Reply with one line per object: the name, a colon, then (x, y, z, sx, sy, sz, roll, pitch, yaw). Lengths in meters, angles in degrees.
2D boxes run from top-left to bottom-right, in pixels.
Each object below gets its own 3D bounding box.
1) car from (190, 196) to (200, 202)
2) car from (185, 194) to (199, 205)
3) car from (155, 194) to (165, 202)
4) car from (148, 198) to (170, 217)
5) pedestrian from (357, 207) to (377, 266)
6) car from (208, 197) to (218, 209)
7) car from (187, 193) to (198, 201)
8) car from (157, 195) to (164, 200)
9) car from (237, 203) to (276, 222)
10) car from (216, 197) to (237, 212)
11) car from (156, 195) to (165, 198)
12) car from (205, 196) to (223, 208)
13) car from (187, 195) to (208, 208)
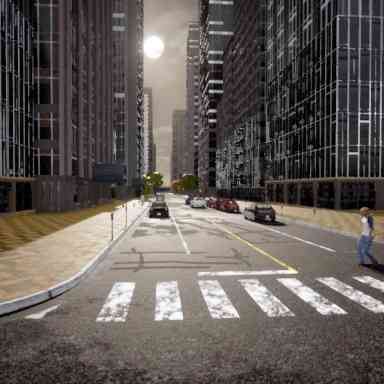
car: (0.595, 1.578, 76.853, 1.802, 1.307, 4.206, -1, 0, -5)
car: (-0.096, 1.553, 57.898, 1.994, 1.385, 4.181, 0, 0, -5)
car: (-7.220, 1.309, 76.104, 2.192, 1.841, 5.009, -1, 0, -5)
car: (-3.069, 1.552, 31.107, 1.947, 1.339, 4.313, -1, 0, -5)
pedestrian: (5.348, 1.289, 10.063, 0.375, 1.860, 0.375, -1, 1, -5)
car: (3.705, 1.532, 43.103, 1.887, 1.381, 4.507, -1, 0, -5)
car: (0.073, 1.314, 82.478, 2.192, 1.841, 5.009, -1, 0, -5)
car: (-8.771, 1.586, 92.978, 1.802, 1.307, 4.206, -1, 0, -5)
car: (5.260, 1.539, 26.229, 2.008, 1.369, 4.403, -1, 0, -5)
car: (4.224, 1.569, 37.478, 1.802, 1.307, 4.206, -1, 0, -5)
car: (-4.091, 1.511, 42.187, 1.752, 1.417, 4.829, -1, 0, -5)
car: (3.185, 1.428, 48.728, 1.967, 1.590, 4.097, -1, 0, -5)
car: (0.818, 1.513, 48.018, 1.812, 1.442, 4.674, 0, 0, -5)
